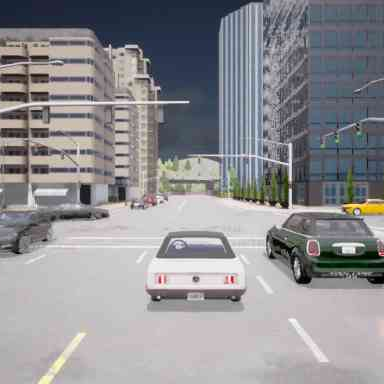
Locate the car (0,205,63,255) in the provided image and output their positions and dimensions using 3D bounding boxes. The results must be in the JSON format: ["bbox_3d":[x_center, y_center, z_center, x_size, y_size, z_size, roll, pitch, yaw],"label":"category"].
[{"bbox_3d":[-7.065,1.492,13.308,2.128,1.511,4.902,0,0,-6],"label":"car"}]

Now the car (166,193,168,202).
[{"bbox_3d":[-6.866,1.212,79.584,2.150,2.045,5.566,0,0,0],"label":"car"}]

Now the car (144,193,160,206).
[{"bbox_3d":[-7.000,1.222,54.254,2.150,2.045,5.566,0,0,0],"label":"car"}]

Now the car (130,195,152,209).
[{"bbox_3d":[-7.023,1.491,44.682,2.128,1.511,4.902,0,0,0],"label":"car"}]

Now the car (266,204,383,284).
[{"bbox_3d":[3.598,1.352,9.731,2.097,1.767,4.553,0,0,0],"label":"car"}]

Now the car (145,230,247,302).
[{"bbox_3d":[0.089,1.601,8.243,1.895,1.301,4.718,0,0,0],"label":"car"}]

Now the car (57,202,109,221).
[{"bbox_3d":[-9.160,1.521,25.753,5.357,1.411,2.033,0,0,-16],"label":"car"}]

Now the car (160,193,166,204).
[{"bbox_3d":[-6.924,1.221,65.517,2.150,2.045,5.566,0,0,1],"label":"car"}]

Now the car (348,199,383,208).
[{"bbox_3d":[16.870,1.422,31.605,5.008,1.535,1.882,0,0,1],"label":"car"}]
